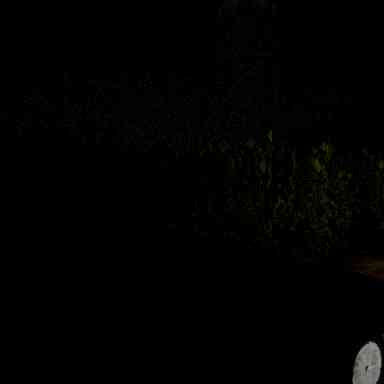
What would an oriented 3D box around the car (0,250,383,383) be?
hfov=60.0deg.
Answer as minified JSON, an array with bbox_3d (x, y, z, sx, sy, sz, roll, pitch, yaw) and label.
[{"bbox_3d":[0.187,1.480,3.620,5.008,1.535,1.882,0,0,-32],"label":"car"}]
